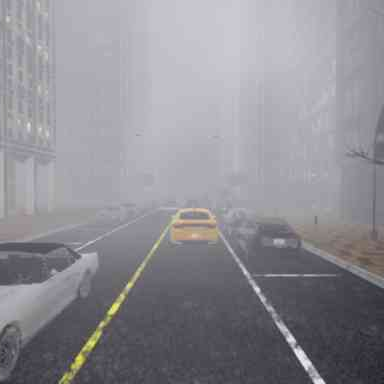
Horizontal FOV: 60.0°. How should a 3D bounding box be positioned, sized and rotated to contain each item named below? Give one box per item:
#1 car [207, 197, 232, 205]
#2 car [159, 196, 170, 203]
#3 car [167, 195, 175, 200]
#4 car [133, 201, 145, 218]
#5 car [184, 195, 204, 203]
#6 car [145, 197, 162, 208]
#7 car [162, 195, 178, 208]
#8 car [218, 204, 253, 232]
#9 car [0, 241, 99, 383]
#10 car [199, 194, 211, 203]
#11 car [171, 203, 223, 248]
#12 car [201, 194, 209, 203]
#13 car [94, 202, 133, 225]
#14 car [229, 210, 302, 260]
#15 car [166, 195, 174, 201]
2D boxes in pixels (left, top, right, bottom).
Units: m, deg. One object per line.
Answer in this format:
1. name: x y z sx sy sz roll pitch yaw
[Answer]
1. car: 2.680 1.435 29.309 1.967 1.590 4.097 -1 0 0
2. car: -5.693 1.508 69.089 2.008 1.369 4.403 -1 0 0
3. car: -5.689 1.481 91.787 1.947 1.339 4.313 -1 0 0
4. car: -5.665 1.561 29.371 1.947 1.339 4.313 -1 0 0
5. car: 0.105 1.492 40.178 1.837 1.490 4.892 0 0 0
6. car: -5.681 1.506 46.223 1.752 1.417 4.829 -1 0 0
7. car: -3.069 1.543 48.329 1.994 1.385 4.181 0 0 0
8. car: 2.681 1.549 17.960 2.008 1.369 4.403 -1 0 0
9. car: -3.098 1.600 5.524 1.895 1.301 4.718 0 0 0
10. car: 2.683 1.272 69.031 2.192 1.841 5.009 -1 0 0
11. car: 0.102 1.476 14.881 1.882 1.535 5.008 0 0 0
12. car: 2.359 1.498 55.464 1.812 1.442 4.674 0 0 0
13. car: -5.666 1.579 23.697 1.802 1.307 4.206 -1 0 0
14. car: 2.680 1.565 12.287 1.947 1.339 4.313 -1 0 0
15. car: -5.690 1.494 86.112 1.947 1.339 4.313 -1 0 0
